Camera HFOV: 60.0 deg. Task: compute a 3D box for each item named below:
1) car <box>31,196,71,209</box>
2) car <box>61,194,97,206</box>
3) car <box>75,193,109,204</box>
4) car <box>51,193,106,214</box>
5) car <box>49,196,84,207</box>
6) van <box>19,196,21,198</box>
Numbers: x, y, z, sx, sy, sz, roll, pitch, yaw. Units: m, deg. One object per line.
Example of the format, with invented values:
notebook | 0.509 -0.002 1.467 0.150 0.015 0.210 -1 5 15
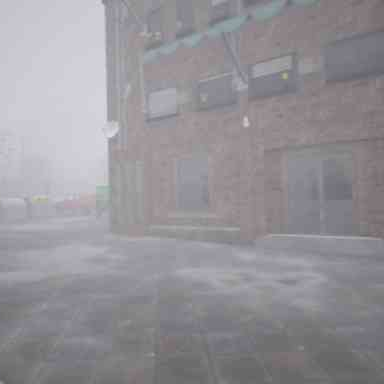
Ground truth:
car | -19.320 1.481 45.678 4.892 1.521 2.231 -2 2 23
car | -17.153 1.188 50.681 4.892 1.521 2.231 -2 2 23
car | -16.012 1.031 53.363 4.892 1.521 2.231 -2 2 23
car | -11.257 1.172 33.326 5.566 2.045 2.435 -2 1 23
car | -18.213 1.370 48.237 4.674 1.452 2.002 -2 2 23
van | -20.322 1.394 43.059 4.442 1.987 1.878 -2 2 23
